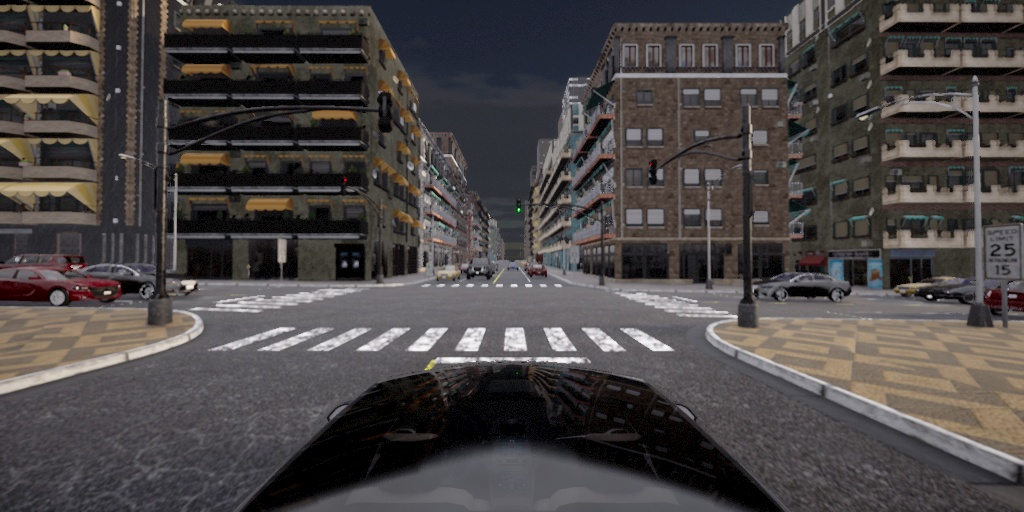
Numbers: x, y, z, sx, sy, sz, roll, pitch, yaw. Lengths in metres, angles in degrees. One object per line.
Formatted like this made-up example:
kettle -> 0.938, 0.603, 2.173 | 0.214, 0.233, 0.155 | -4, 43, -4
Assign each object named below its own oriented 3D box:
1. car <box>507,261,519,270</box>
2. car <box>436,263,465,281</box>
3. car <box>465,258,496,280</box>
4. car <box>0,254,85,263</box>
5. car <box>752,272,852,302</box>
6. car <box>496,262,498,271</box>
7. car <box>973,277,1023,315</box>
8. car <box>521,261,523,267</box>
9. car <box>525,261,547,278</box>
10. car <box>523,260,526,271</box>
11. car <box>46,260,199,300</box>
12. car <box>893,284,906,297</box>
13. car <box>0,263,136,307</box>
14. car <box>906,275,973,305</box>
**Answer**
car -> 0.147, 1.679, 60.374 | 2.033, 1.411, 5.357 | 0, 0, 0
car -> -5.664, 1.473, 32.228 | 1.751, 1.417, 4.829 | 0, 0, 0
car -> -3.073, 1.185, 34.811 | 2.150, 2.045, 5.566 | 0, 0, 0
car -> -28.629, 0.809, 21.571 | 5.009, 1.841, 2.192 | 0, 0, 0
car -> 15.320, 1.632, 19.286 | 4.902, 1.511, 2.128 | 1, -1, -1
car -> -3.063, 1.534, 44.848 | 1.837, 1.490, 4.892 | 0, 0, 0
car -> 20.845, 1.574, 13.554 | 4.097, 1.591, 1.967 | 0, 0, 0
car -> 2.734, 1.674, 54.470 | 1.802, 1.307, 4.207 | 0, 0, 0
car -> 2.721, 1.529, 37.900 | 1.888, 1.381, 4.507 | 0, 0, 0
car -> 2.725, 1.460, 43.424 | 1.967, 1.591, 4.097 | 0, 0, 0
car -> -16.736, 1.079, 15.878 | 4.902, 1.511, 2.128 | 1, -1, -1
car -> 26.263, 1.881, 21.903 | 4.829, 1.417, 1.751 | 0, 0, 0
car -> -17.253, 1.083, 13.267 | 4.507, 1.381, 1.888 | 0, 0, 0
car -> 25.180, 1.842, 19.347 | 5.357, 1.411, 2.033 | 1, -1, 0
